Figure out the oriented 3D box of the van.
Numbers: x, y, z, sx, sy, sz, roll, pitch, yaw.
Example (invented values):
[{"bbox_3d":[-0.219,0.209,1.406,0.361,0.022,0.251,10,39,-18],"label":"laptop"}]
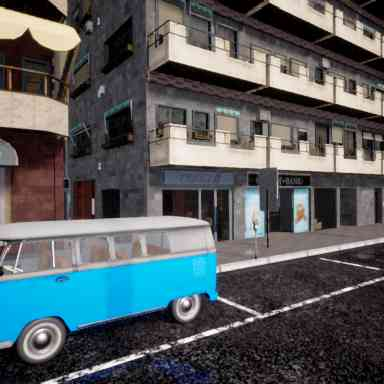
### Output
[{"bbox_3d":[-1.440,1.341,5.545,3.998,1.788,1.690,0,0,-36],"label":"van"}]
